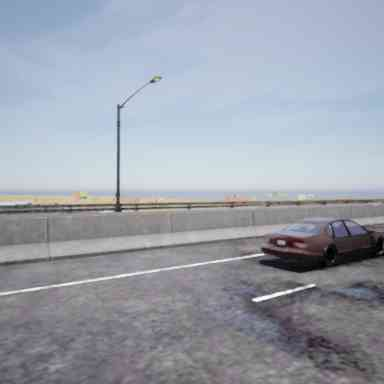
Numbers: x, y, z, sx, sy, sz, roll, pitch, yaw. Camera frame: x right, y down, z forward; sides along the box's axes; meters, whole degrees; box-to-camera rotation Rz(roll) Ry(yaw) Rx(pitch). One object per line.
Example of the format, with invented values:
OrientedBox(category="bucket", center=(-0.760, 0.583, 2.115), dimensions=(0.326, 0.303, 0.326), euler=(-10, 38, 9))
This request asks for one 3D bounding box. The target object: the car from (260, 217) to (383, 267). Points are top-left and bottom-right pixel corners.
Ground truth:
OrientedBox(category="car", center=(4.780, 1.594, 11.550), dimensions=(5.357, 1.411, 2.033), euler=(0, 0, -35))
